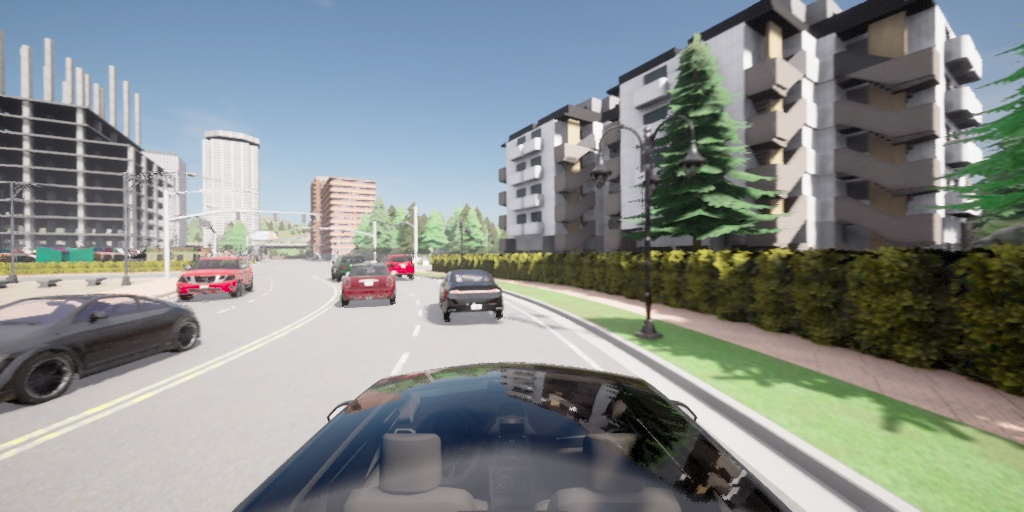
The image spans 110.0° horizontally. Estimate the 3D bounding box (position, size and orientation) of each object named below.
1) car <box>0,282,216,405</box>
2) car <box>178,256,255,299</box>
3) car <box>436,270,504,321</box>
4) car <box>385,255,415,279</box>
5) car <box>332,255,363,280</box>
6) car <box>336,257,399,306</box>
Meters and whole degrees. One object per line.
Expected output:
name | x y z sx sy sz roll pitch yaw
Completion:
car | -7.604 1.360 6.083 1.994 1.385 4.181 0 0 -8
car | -14.898 1.032 18.393 2.150 2.045 5.566 0 0 -27
car | -1.546 1.213 12.441 2.128 1.511 4.902 0 0 -13
car | -10.051 0.943 30.759 2.150 2.045 5.566 -1 0 -32
car | -13.410 0.977 29.529 2.150 2.045 5.566 -1 0 -33
car | -6.333 1.102 16.172 2.097 1.767 4.553 -1 1 -19
